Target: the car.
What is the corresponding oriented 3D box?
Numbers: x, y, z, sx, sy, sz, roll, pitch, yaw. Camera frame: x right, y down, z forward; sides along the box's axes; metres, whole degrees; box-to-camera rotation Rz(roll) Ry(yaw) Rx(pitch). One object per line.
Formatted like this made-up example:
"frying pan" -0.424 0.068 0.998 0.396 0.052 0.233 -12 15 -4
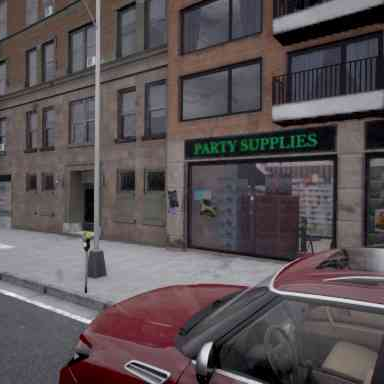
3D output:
"car" 1.282 1.315 2.152 5.009 1.841 2.192 0 1 35
